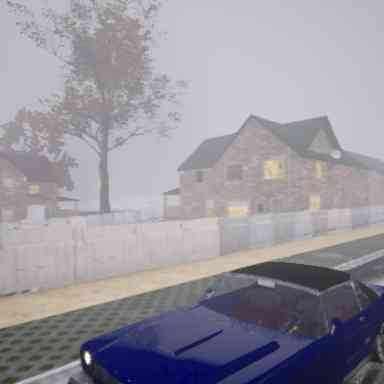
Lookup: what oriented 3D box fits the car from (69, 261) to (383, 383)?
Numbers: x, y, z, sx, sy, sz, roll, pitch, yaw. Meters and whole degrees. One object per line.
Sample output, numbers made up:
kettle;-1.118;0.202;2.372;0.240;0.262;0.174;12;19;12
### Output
car;1.023;1.692;4.210;4.718;1.301;1.895;0;-2;-44
